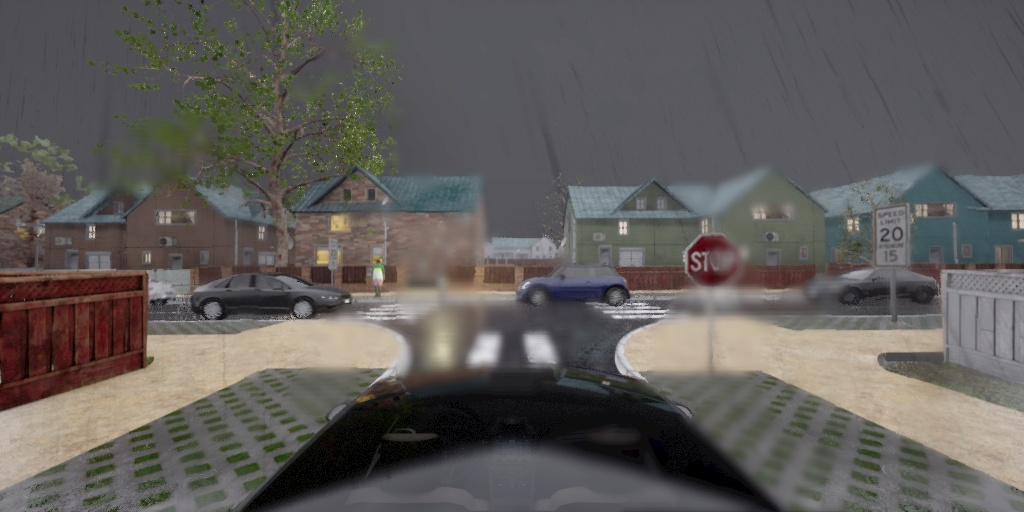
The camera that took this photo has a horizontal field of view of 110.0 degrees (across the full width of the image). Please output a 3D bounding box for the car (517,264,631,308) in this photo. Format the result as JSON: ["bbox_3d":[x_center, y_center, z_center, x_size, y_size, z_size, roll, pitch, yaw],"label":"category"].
[{"bbox_3d":[2.473,1.158,15.024,4.553,1.767,2.097,-1,-1,1],"label":"car"}]

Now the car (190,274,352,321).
[{"bbox_3d":[-8.029,1.339,12.189,4.892,1.490,1.837,-1,-1,1],"label":"car"}]

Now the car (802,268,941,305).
[{"bbox_3d":[14.821,1.224,14.887,4.674,1.442,1.812,0,-1,1],"label":"car"}]

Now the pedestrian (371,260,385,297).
[{"bbox_3d":[-6.746,1.106,18.042,0.375,1.860,0.375,0,-1,1],"label":"pedestrian"}]

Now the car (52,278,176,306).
[{"bbox_3d":[-17.152,1.529,15.306,4.674,1.442,1.812,-1,-1,0],"label":"car"}]
